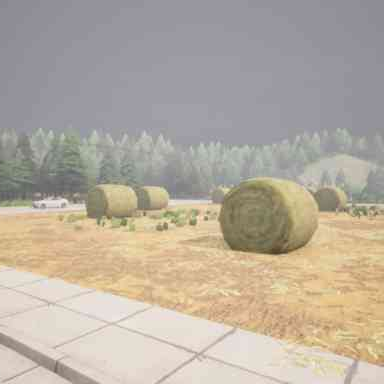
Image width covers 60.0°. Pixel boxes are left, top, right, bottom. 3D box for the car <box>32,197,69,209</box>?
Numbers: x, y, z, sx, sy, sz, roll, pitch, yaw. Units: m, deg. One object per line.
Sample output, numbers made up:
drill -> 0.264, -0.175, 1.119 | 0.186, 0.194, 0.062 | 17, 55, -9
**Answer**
car -> -18.423, 1.398, 43.468 | 1.812, 1.442, 4.674 | 0, 0, 36
